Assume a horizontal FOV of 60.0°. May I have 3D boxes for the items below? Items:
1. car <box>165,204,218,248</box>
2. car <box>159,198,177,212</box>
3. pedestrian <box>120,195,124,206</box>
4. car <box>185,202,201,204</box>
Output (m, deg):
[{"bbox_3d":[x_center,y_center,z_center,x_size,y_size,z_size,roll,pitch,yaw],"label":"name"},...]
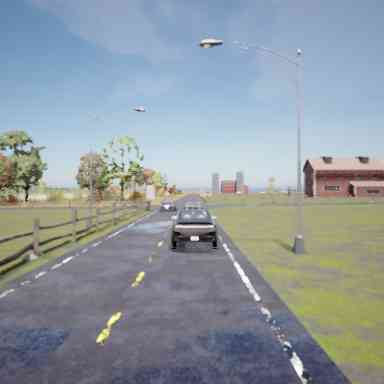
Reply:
[{"bbox_3d":[0.100,1.492,14.680,2.128,1.511,4.902,0,0,0],"label":"car"},{"bbox_3d":[-2.762,1.497,39.445,2.128,1.511,4.902,0,0,0],"label":"car"},{"bbox_3d":[-12.158,1.424,57.250,0.375,1.860,0.375,0,1,0],"label":"pedestrian"},{"bbox_3d":[0.101,1.604,31.661,1.895,1.301,4.718,0,0,0],"label":"car"}]
